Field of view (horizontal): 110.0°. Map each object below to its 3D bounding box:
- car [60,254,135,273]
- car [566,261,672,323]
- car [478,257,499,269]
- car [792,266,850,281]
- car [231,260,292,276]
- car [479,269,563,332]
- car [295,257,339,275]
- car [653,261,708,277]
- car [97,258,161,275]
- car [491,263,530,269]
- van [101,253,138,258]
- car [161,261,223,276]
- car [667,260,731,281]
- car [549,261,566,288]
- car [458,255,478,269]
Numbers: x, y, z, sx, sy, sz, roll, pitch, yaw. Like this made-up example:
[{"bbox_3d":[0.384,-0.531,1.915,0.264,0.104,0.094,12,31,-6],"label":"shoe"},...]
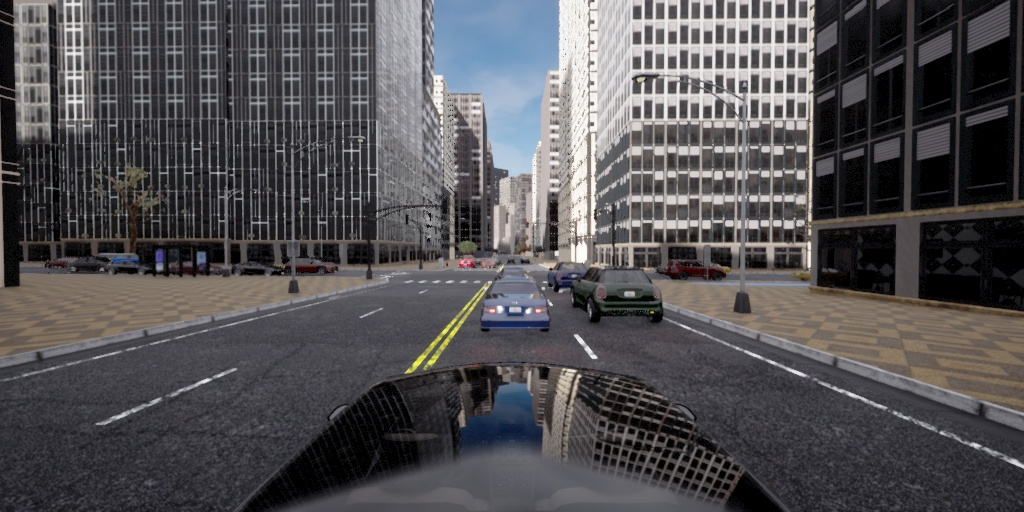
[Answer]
[{"bbox_3d":[-40.733,0.884,35.292,4.892,1.490,1.837,1,1,1],"label":"car"},{"bbox_3d":[3.327,1.091,12.264,2.097,1.767,4.553,0,0,0],"label":"car"},{"bbox_3d":[-3.454,1.034,53.754,2.097,1.767,4.553,0,0,0],"label":"car"},{"bbox_3d":[27.575,1.560,31.638,4.829,1.417,1.751,0,0,1],"label":"car"},{"bbox_3d":[-22.799,1.155,32.250,4.313,1.339,1.948,0,0,1],"label":"car"},{"bbox_3d":[0.082,1.288,10.818,2.033,1.411,5.357,0,0,0],"label":"car"},{"bbox_3d":[-19.397,0.927,34.893,4.553,1.767,2.097,0,1,1],"label":"car"},{"bbox_3d":[17.565,1.356,37.564,4.892,1.490,1.837,0,1,1],"label":"car"},{"bbox_3d":[-34.165,1.050,32.531,4.313,1.339,1.948,0,0,1],"label":"car"},{"bbox_3d":[0.058,1.294,20.062,1.994,1.385,4.181,0,0,0],"label":"car"},{"bbox_3d":[-45.375,0.581,41.167,3.998,1.789,1.690,0,0,1],"label":"van"},{"bbox_3d":[-28.484,1.119,32.371,4.207,1.307,1.802,0,0,1],"label":"car"},{"bbox_3d":[16.126,1.251,31.810,5.009,1.841,2.192,0,0,1],"label":"car"},{"bbox_3d":[3.306,1.080,21.129,2.097,1.767,4.553,0,0,0],"label":"car"},{"bbox_3d":[-6.704,0.902,54.285,2.150,2.045,5.566,0,0,0],"label":"car"}]
